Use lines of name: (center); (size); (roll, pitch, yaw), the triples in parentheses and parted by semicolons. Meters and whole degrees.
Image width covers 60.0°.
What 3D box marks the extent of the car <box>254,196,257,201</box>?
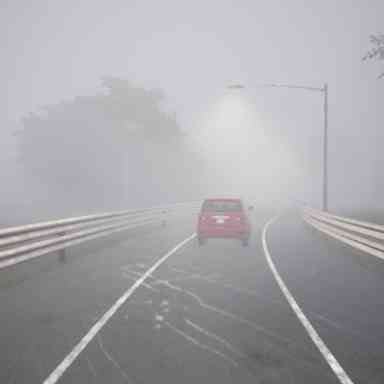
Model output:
car: (15.000, 1.505, 83.941); (2.033, 1.411, 5.357); (0, 0, -1)

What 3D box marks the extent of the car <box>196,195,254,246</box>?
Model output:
car: (1.636, 1.229, 15.603); (2.150, 2.045, 5.566); (0, 0, 11)
